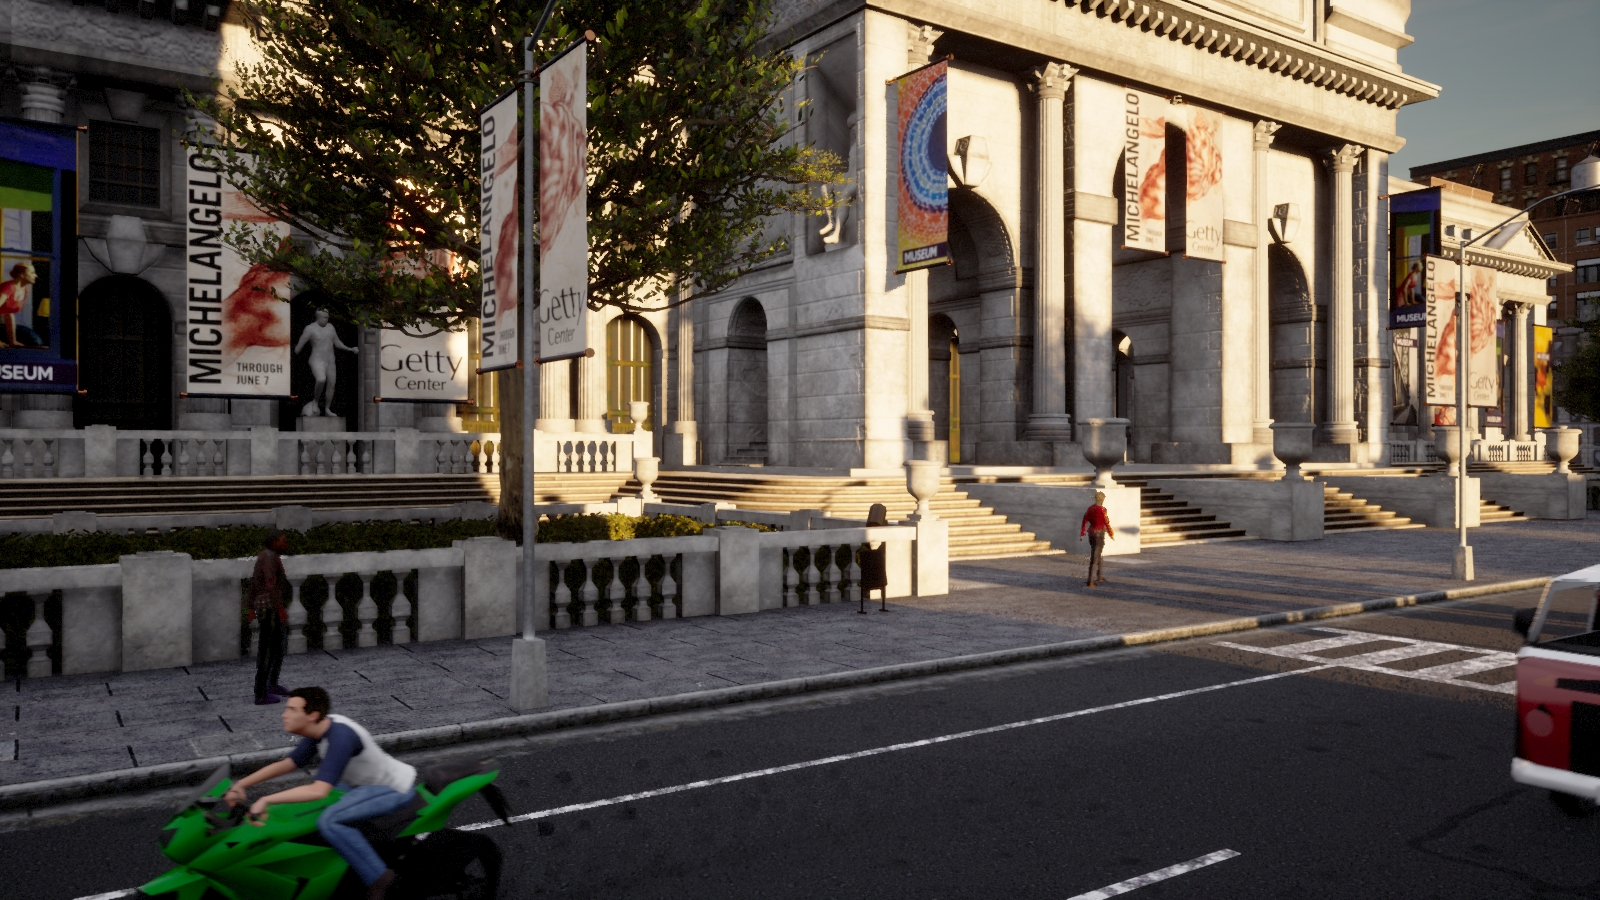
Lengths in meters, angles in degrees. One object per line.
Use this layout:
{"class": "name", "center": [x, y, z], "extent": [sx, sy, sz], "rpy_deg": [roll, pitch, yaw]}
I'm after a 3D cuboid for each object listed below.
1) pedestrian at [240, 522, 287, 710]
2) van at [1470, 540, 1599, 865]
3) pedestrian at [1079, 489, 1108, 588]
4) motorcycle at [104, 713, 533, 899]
{"class": "pedestrian", "center": [-5.548, 1.696, 11.821], "extent": [0.375, 1.860, 0.375], "rpy_deg": [0, 0, -37]}
{"class": "van", "center": [7.363, 1.782, 8.813], "extent": [4.480, 2.038, 2.069], "rpy_deg": [0, 0, -34]}
{"class": "pedestrian", "center": [5.636, 1.696, 21.952], "extent": [0.375, 1.860, 0.375], "rpy_deg": [0, 0, -31]}
{"class": "motorcycle", "center": [-2.580, 2.213, 6.229], "extent": [2.033, 1.145, 0.803], "rpy_deg": [0, 0, -34]}
